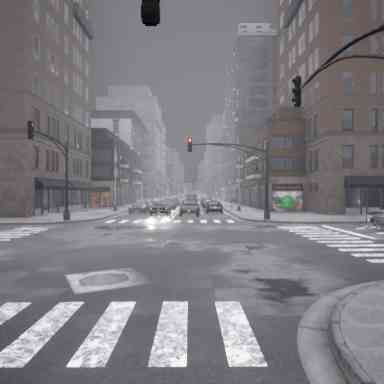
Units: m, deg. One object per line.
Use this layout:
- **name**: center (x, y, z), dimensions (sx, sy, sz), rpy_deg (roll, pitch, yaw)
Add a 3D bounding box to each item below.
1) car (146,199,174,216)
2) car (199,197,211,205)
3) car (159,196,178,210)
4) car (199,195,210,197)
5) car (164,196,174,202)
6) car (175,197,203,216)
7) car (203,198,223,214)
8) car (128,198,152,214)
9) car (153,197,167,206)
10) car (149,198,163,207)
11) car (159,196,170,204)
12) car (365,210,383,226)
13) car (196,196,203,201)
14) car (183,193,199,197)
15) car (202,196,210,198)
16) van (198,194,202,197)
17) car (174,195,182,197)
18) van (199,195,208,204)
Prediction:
- **car**: center (-3.129, 1.635, 33.460), dimensions (1.895, 1.301, 4.718), rpy_deg (0, 0, 0)
- **car**: center (2.418, 1.644, 63.635), dimensions (2.008, 1.369, 4.403), rpy_deg (0, 0, 0)
- **car**: center (-3.105, 1.614, 43.438), dimensions (1.994, 1.385, 4.181), rpy_deg (0, 0, 1)
- **car**: center (2.397, 1.634, 52.614), dimensions (1.947, 1.339, 4.313), rpy_deg (0, 0, 0)
- **car**: center (-5.574, 1.690, 80.183), dimensions (2.008, 1.369, 4.403), rpy_deg (0, 0, 0)
- **car**: center (-0.231, 1.524, 32.688), dimensions (2.128, 1.511, 4.902), rpy_deg (0, 0, 1)
- **car**: center (2.364, 1.604, 36.081), dimensions (1.947, 1.339, 4.313), rpy_deg (0, 0, 0)
- **car**: center (-5.661, 1.478, 36.097), dimensions (1.967, 1.590, 4.097), rpy_deg (0, 0, 0)
- **car**: center (-5.617, 1.631, 58.140), dimensions (2.008, 1.369, 4.403), rpy_deg (0, 0, 0)
- **car**: center (-5.628, 1.650, 52.629), dimensions (1.802, 1.307, 4.206), rpy_deg (0, 0, 0)
- **car**: center (-5.596, 1.548, 69.162), dimensions (1.967, 1.590, 4.097), rpy_deg (0, 0, 0)
- **car**: center (13.384, 1.441, 20.591), dimensions (4.902, 1.511, 2.128), rpy_deg (0, 0, 0)
- **car**: center (2.061, 1.693, 90.050), dimensions (1.812, 1.442, 4.674), rpy_deg (0, 0, 0)
- **car**: center (-0.116, 1.314, 63.278), dimensions (2.150, 2.045, 5.566), rpy_deg (0, 0, 0)
- **car**: center (2.386, 1.639, 47.103), dimensions (1.802, 1.307, 4.206), rpy_deg (0, 0, 0)
- **van**: center (2.408, 1.421, 58.125), dimensions (1.690, 1.788, 3.998), rpy_deg (0, 0, 0)
- **car**: center (-3.078, 1.633, 53.397), dimensions (1.994, 1.385, 4.181), rpy_deg (0, 0, 0)
- **van**: center (2.429, 1.449, 69.146), dimensions (1.690, 1.788, 3.998), rpy_deg (0, 0, 0)
